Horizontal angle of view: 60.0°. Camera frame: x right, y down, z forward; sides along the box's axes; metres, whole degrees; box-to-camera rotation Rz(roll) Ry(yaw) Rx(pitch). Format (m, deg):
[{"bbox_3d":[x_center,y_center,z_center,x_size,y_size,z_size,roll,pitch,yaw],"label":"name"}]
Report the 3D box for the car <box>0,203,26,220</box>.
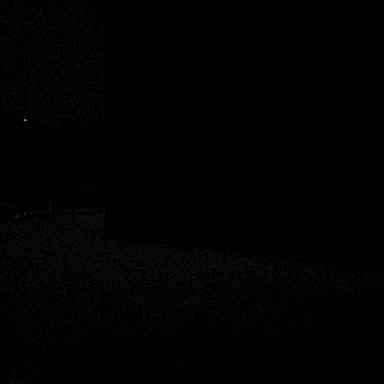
[{"bbox_3d":[-15.140,1.543,25.551,2.008,1.369,4.403,0,0,35],"label":"car"}]
